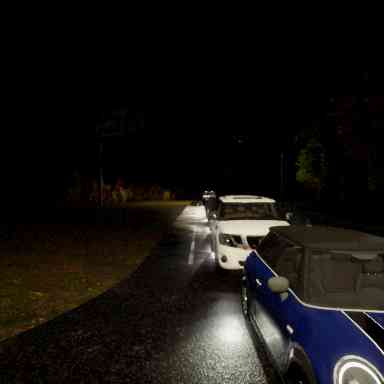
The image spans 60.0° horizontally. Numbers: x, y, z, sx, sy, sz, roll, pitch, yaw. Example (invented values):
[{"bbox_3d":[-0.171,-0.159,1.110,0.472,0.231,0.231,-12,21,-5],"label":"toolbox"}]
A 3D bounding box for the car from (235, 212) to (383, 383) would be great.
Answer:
[{"bbox_3d":[1.940,1.338,4.143,2.097,1.767,4.553,0,0,0],"label":"car"}]

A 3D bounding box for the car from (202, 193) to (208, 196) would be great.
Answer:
[{"bbox_3d":[2.460,1.275,41.585,2.128,1.511,4.902,0,0,2],"label":"car"}]

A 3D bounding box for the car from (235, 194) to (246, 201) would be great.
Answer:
[{"bbox_3d":[10.103,1.145,69.398,1.837,1.490,4.892,0,0,1],"label":"car"}]

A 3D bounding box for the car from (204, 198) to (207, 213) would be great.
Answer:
[{"bbox_3d":[2.012,1.380,23.076,1.837,1.490,4.892,0,0,1],"label":"car"}]

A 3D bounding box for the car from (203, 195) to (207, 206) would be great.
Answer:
[{"bbox_3d":[2.158,1.322,29.330,1.882,1.535,5.008,0,0,1],"label":"car"}]

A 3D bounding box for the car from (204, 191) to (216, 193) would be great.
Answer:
[{"bbox_3d":[2.833,0.938,54.427,2.150,2.045,5.566,0,0,2],"label":"car"}]

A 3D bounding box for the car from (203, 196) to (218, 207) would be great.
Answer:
[{"bbox_3d":[2.646,1.314,47.994,1.994,1.385,4.181,0,0,2],"label":"car"}]

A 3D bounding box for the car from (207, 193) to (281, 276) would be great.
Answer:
[{"bbox_3d":[1.727,1.160,10.489,2.150,2.045,5.566,0,0,1],"label":"car"}]

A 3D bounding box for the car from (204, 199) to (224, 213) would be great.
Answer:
[{"bbox_3d":[2.303,1.415,35.419,1.895,1.301,4.718,0,0,1],"label":"car"}]
